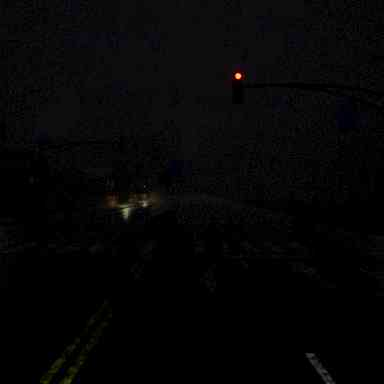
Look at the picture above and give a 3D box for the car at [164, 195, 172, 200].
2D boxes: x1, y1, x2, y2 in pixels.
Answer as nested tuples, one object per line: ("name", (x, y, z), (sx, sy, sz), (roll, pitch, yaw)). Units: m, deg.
("car", (-6.364, 1.423, 87.812), (1.882, 1.535, 5.008), (0, 0, 0))
